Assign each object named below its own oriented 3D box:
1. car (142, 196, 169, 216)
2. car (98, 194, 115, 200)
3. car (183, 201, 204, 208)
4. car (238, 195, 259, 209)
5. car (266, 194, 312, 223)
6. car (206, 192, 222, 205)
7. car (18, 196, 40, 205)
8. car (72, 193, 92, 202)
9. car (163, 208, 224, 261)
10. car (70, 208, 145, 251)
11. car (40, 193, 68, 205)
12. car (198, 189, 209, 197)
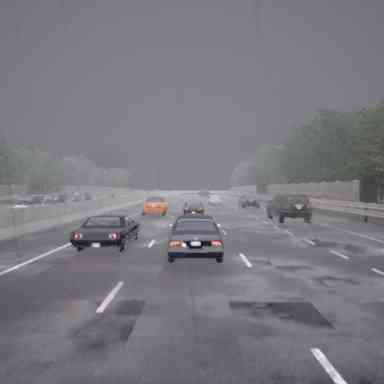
[{"bbox_3d":[-3.380,1.217,31.359,2.097,1.767,4.553,0,1,0],"label":"car"},{"bbox_3d":[-14.022,1.097,54.831,1.882,1.535,5.008,0,1,1],"label":"car"},{"bbox_3d":[0.119,1.470,31.065,1.895,1.301,4.718,0,1,0],"label":"car"},{"bbox_3d":[7.121,1.115,42.208,2.097,1.767,4.553,0,0,0],"label":"car"},{"bbox_3d":[7.086,1.142,24.697,2.150,2.045,5.566,0,0,0],"label":"car"},{"bbox_3d":[3.534,1.189,51.375,1.812,1.442,4.674,0,1,0],"label":"car"},{"bbox_3d":[-24.524,1.232,50.444,1.994,1.385,4.181,0,1,0],"label":"car"},{"bbox_3d":[-17.518,0.990,53.188,2.097,1.767,4.553,0,1,1],"label":"car"},{"bbox_3d":[0.107,1.537,12.132,2.033,1.411,5.357,0,0,0],"label":"car"},{"bbox_3d":[-3.392,1.583,13.977,1.895,1.301,4.718,0,0,0],"label":"car"},{"bbox_3d":[-21.023,1.010,51.427,2.097,1.767,4.553,0,1,0],"label":"car"},{"bbox_3d":[3.562,0.300,94.177,2.150,2.045,5.566,0,1,0],"label":"car"}]
